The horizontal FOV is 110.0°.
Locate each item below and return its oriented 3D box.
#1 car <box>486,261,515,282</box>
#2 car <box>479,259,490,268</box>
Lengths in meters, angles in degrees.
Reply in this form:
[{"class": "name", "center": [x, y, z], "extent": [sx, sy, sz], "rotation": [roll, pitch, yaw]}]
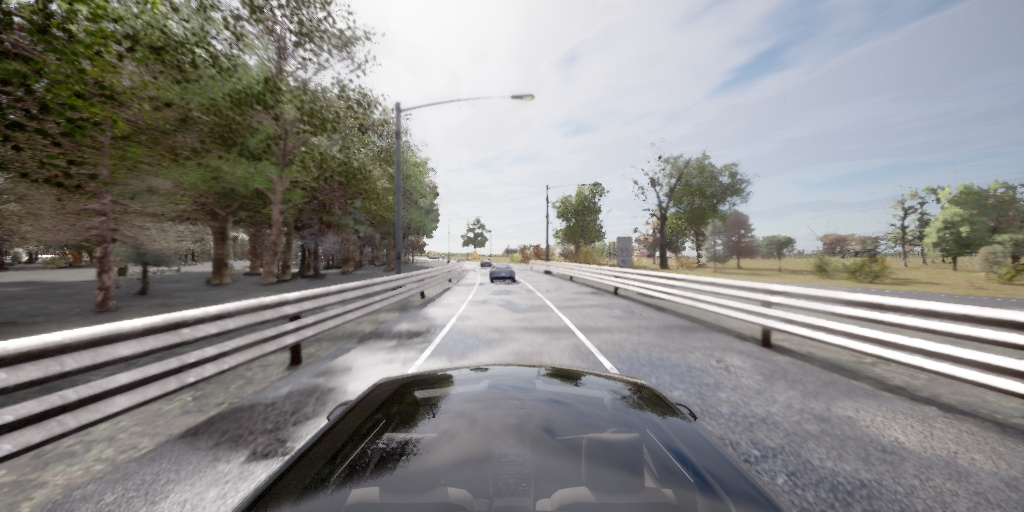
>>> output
[{"class": "car", "center": [-0.828, 1.315, 28.766], "extent": [1.994, 1.385, 4.181], "rotation": [0, 0, -4]}, {"class": "car", "center": [-4.434, 1.276, 60.028], "extent": [1.812, 1.442, 4.674], "rotation": [0, 0, -9]}]
